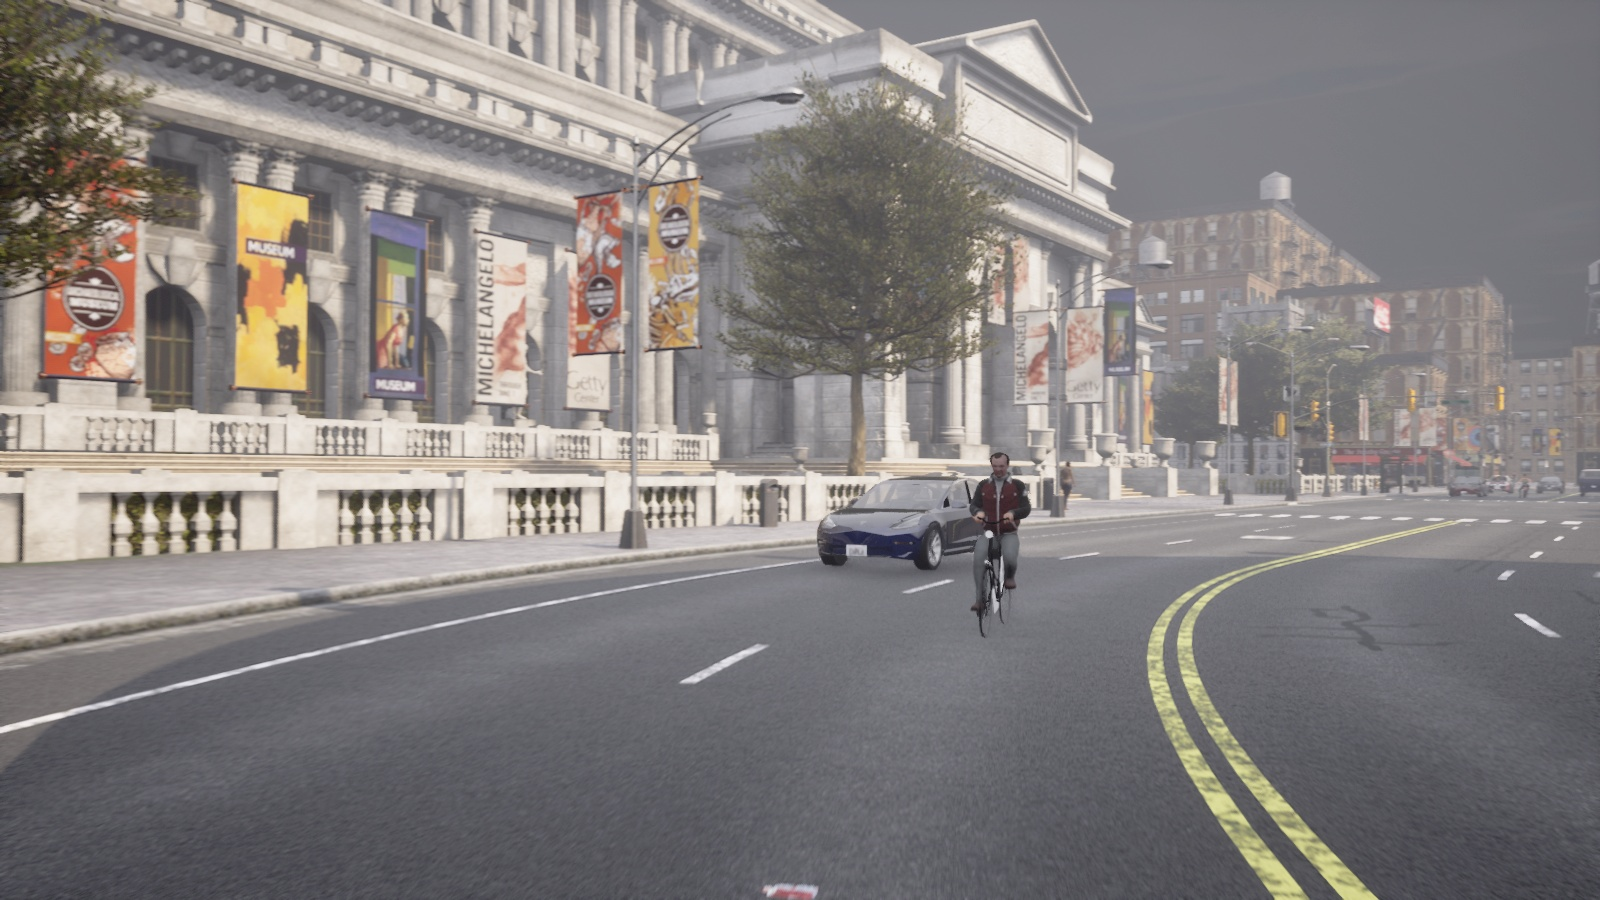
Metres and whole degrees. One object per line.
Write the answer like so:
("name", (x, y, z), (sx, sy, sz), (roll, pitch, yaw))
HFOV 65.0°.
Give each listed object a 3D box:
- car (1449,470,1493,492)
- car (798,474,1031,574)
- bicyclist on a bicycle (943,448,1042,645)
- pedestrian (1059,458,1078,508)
("car", (46.104, 2.121, 86.240), (2.163, 1.488, 4.792), (-1, -1, 34))
("car", (2.117, 1.171, 21.640), (2.163, 1.488, 4.792), (-1, -1, 30))
("bicyclist on a bicycle", (1.917, 0.885, 12.287), (0.659, 1.776, 1.843), (0, -1, 18))
("pedestrian", (9.912, 1.218, 46.329), (0.328, 1.805, 0.869), (-1, -1, 38))
